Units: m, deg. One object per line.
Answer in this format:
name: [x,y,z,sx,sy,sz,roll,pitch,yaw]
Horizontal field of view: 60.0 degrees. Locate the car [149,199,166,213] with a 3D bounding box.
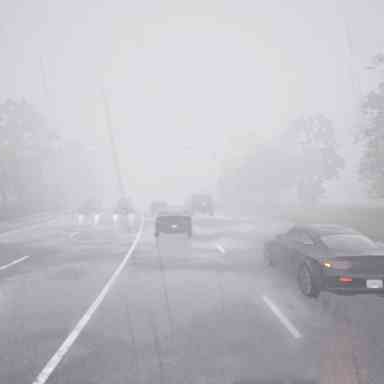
car: [-3.631,1.491,36.539,1.882,1.535,5.008,0,0,-9]

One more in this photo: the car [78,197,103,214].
car: [-10.698,1.376,35.245,2.097,1.767,4.553,0,0,-9]

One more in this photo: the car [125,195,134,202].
car: [-14.322,1.468,76.585,1.895,1.301,4.718,0,0,-10]

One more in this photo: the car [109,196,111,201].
car: [-17.773,1.431,76.002,1.994,1.385,4.181,0,0,-10]

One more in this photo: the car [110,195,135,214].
car: [-7.184,1.371,35.444,2.097,1.767,4.553,0,0,-9]

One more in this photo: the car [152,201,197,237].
car: [-1.099,1.483,18.325,1.882,1.535,5.008,0,0,-6]

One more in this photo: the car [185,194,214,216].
car: [0.631,1.227,32.084,2.150,2.045,5.566,0,0,-9]

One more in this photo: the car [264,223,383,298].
car: [3.231,1.520,8.415,1.812,1.442,4.674,0,0,-3]
